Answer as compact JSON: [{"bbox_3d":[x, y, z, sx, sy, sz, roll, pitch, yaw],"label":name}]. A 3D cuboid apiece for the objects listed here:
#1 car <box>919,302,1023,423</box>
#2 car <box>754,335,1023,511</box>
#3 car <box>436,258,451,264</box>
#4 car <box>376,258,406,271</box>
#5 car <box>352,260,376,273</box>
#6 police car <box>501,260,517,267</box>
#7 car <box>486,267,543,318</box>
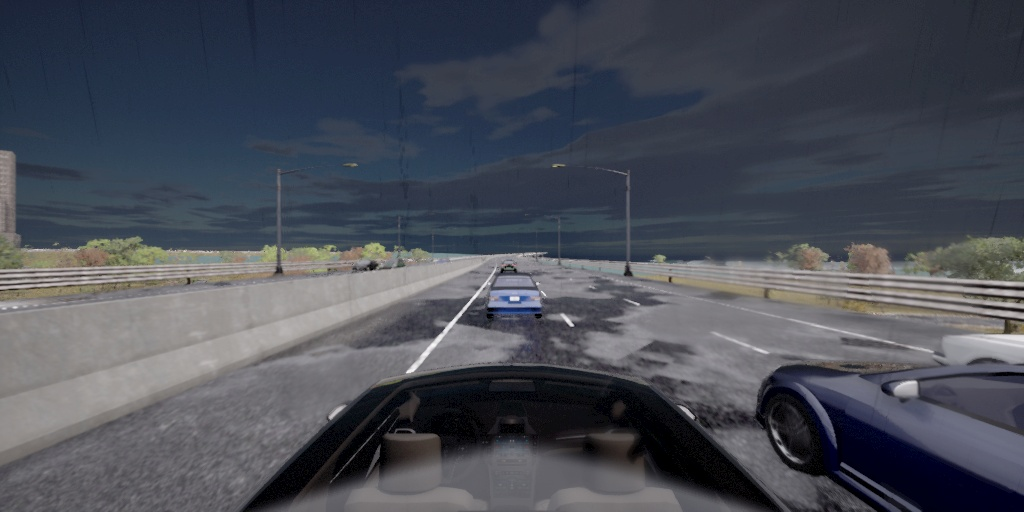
[{"bbox_3d":[7.094,1.349,3.055,1.895,1.301,4.718,0,0,0],"label":"car"},{"bbox_3d":[3.592,1.313,2.120,1.994,1.385,4.181,0,0,0],"label":"car"},{"bbox_3d":[-11.446,1.085,60.467,2.097,1.767,4.553,0,0,-3],"label":"car"},{"bbox_3d":[-14.597,1.099,44.114,2.097,1.767,4.553,0,0,-1],"label":"car"},{"bbox_3d":[-18.105,1.227,44.534,1.882,1.535,5.008,0,0,-1],"label":"car"},{"bbox_3d":[-0.402,1.248,43.738,2.038,1.542,4.974,0,0,-1],"label":"police car"},{"bbox_3d":[0.060,1.299,13.014,2.033,1.411,5.357,0,0,0],"label":"car"}]
